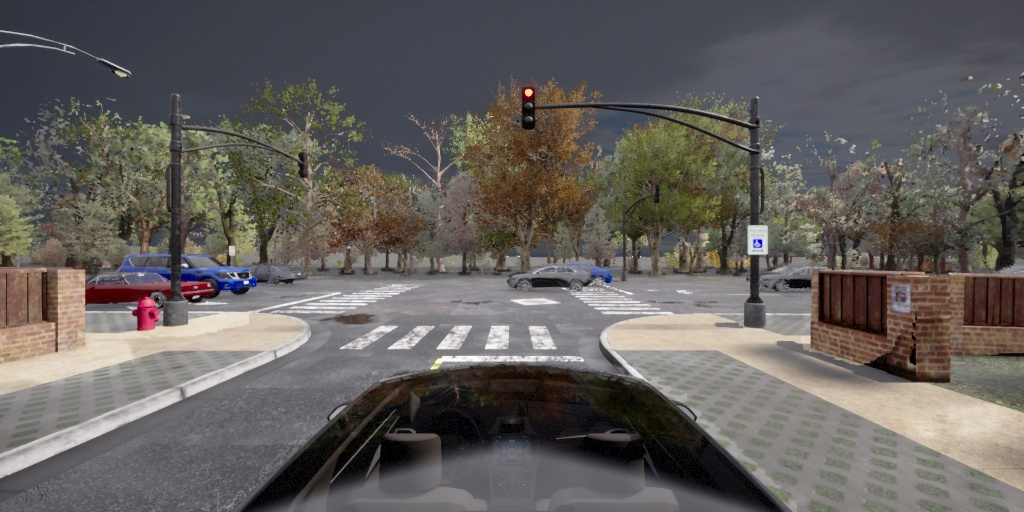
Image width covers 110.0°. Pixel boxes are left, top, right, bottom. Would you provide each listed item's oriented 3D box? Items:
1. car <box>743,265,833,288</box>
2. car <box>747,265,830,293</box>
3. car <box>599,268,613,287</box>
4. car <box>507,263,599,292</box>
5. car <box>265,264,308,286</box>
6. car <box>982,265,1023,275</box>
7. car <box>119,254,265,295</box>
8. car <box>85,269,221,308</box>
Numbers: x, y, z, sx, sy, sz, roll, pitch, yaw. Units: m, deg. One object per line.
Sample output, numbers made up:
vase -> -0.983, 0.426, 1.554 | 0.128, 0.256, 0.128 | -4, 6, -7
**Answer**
car -> 18.361, 1.352, 24.009 | 4.674, 1.442, 1.812 | 0, 0, 0
car -> 16.466, 1.307, 20.756 | 4.902, 1.511, 2.128 | 0, 0, 0
car -> 4.129, 1.254, 23.992 | 5.008, 1.535, 1.882 | 0, 0, 0
car -> 2.172, 1.258, 20.738 | 4.902, 1.511, 2.128 | 0, 0, 0
car -> -16.711, 1.245, 23.964 | 5.357, 1.411, 2.033 | 0, 0, 0
car -> 31.073, 1.365, 20.769 | 4.892, 1.490, 1.837 | -1, 0, 1
car -> -15.562, 0.916, 17.262 | 5.566, 2.045, 2.150 | 0, 0, 0
car -> -14.636, 1.295, 14.012 | 4.718, 1.301, 1.895 | 0, 0, -3
